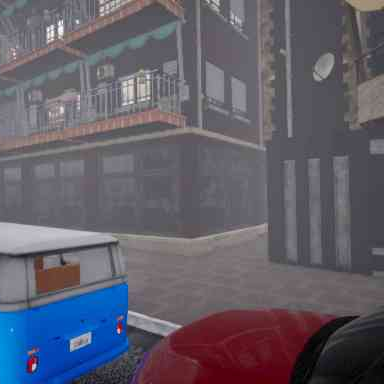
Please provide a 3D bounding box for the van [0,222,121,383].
[{"bbox_3d":[-2.683,1.343,4.588,3.998,1.788,1.690,0,-1,35],"label":"van"}]

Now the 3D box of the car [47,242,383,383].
[{"bbox_3d":[1.840,1.315,1.403,5.009,1.841,2.192,0,-1,35],"label":"car"}]
